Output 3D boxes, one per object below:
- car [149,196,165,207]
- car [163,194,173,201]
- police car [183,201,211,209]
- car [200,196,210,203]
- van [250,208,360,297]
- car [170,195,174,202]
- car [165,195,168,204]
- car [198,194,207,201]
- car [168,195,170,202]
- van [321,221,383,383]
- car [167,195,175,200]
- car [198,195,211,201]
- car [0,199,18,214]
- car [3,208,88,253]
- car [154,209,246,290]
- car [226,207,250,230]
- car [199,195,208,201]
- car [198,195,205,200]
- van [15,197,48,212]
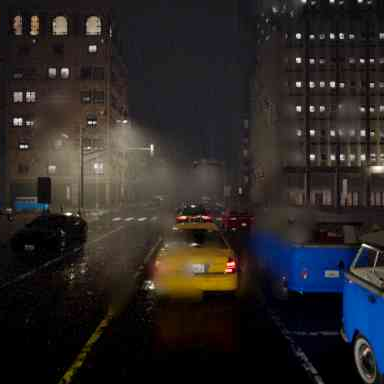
[{"bbox_3d":[-5.698,1.572,51.852,1.802,1.307,4.206,1,0,0],"label":"car"},{"bbox_3d":[-5.705,1.400,80.109,1.967,1.590,4.097,1,0,0],"label":"car"},{"bbox_3d":[0.097,1.505,19.335,2.038,1.542,4.974,0,0,0],"label":"police car"},{"bbox_3d":[2.677,1.517,68.808,1.887,1.381,4.507,1,0,0],"label":"car"},{"bbox_3d":[2.700,1.343,8.257,1.690,1.788,3.998,1,0,0],"label":"van"},{"bbox_3d":[-5.705,1.516,74.458,2.008,1.369,4.403,1,0,0],"label":"car"},{"bbox_3d":[-5.697,1.424,57.505,1.967,1.590,4.097,1,0,0],"label":"car"},{"bbox_3d":[2.673,1.393,85.763,1.967,1.590,4.097,1,0,0],"label":"car"},{"bbox_3d":[-5.701,1.560,63.155,1.802,1.307,4.206,1,0,0],"label":"car"},{"bbox_3d":[2.702,1.342,2.680,1.690,1.788,3.998,1,0,0],"label":"van"},{"bbox_3d":[-5.710,1.472,91.243,1.752,1.417,4.829,1,0,0],"label":"car"},{"bbox_3d":[2.679,1.529,63.157,2.008,1.369,4.403,1,0,0],"label":"car"},{"bbox_3d":[-19.855,1.620,32.336,4.403,1.369,2.008,0,0,1],"label":"car"},{"bbox_3d":[-5.685,1.567,13.837,1.947,1.339,4.313,1,0,0],"label":"car"},{"bbox_3d":[0.093,1.458,9.016,1.801,1.575,5.366,0,0,0],"label":"car"},{"bbox_3d":[2.694,1.545,19.410,1.887,1.381,4.507,1,0,0],"label":"car"},{"bbox_3d":[2.673,1.510,80.111,2.008,1.369,4.403,1,0,0],"label":"car"},{"bbox_3d":[2.670,1.472,91.585,1.752,1.417,4.829,1,0,0],"label":"car"},{"bbox_3d":[-19.749,1.525,40.717,3.998,1.788,1.690,0,0,1],"label":"van"}]
